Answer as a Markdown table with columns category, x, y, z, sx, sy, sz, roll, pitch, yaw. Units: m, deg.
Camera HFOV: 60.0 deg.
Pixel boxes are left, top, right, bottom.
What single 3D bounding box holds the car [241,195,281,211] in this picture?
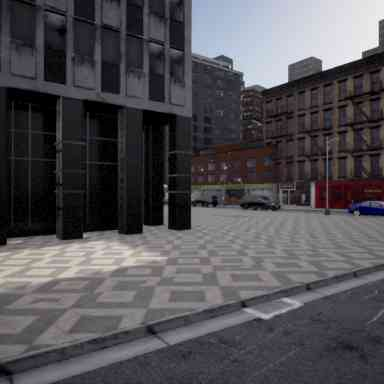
| category | x | y | z | sx | sy | sz | roll | pitch | yaw |
| --- | --- | --- | --- | --- | --- | --- | --- | --- | --- |
| car | 8.659 | 1.421 | 42.486 | 2.150 | 2.045 | 5.566 | 0 | -1 | -36 |

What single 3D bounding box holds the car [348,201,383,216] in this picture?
| category | x | y | z | sx | sy | sz | roll | pitch | yaw |
| --- | --- | --- | --- | --- | --- | --- | --- | --- | --- |
| car | 17.180 | 1.576 | 30.847 | 1.882 | 1.535 | 5.008 | 0 | -1 | -37 |

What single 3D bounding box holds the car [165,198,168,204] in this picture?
| category | x | y | z | sx | sy | sz | roll | pitch | yaw |
| --- | --- | --- | --- | --- | --- | --- | --- | --- | --- |
| car | -1.998 | 1.797 | 57.159 | 2.128 | 1.511 | 4.902 | 0 | -1 | -36 |

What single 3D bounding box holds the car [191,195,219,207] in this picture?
| category | x | y | z | sx | sy | sz | roll | pitch | yaw |
| --- | --- | --- | --- | --- | --- | --- | --- | --- | --- |
| car | 2.176 | 1.520 | 56.661 | 2.150 | 2.045 | 5.566 | 0 | 0 | -36 |
